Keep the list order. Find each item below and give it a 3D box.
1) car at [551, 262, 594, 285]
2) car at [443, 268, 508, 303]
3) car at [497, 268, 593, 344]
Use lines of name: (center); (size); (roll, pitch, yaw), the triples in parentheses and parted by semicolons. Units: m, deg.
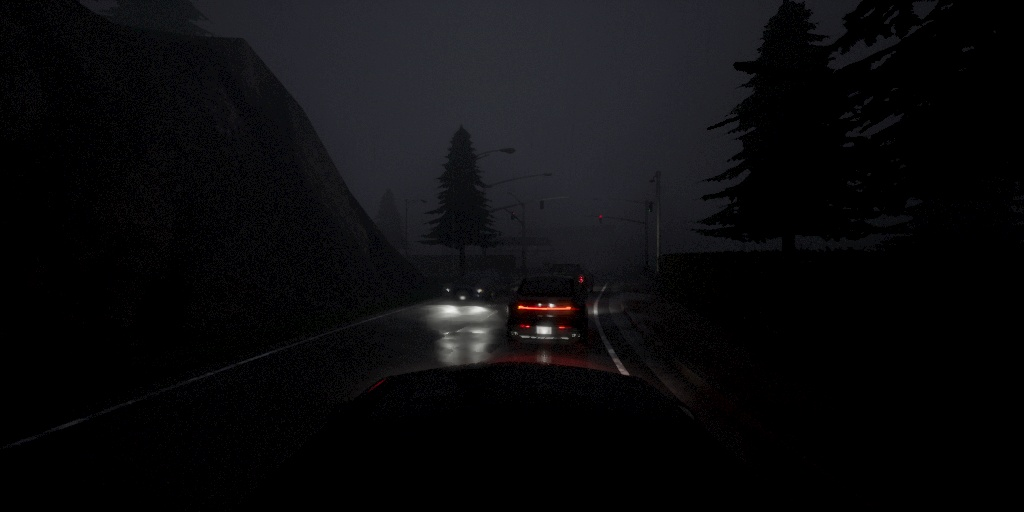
car: (3.022, 1.102, 18.558); (2.097, 1.767, 4.553); (0, 0, 17)
car: (-1.302, 1.298, 17.003); (2.033, 1.411, 5.357); (0, 0, 15)
car: (1.020, 1.255, 9.637); (1.837, 1.490, 4.892); (0, 0, 9)
